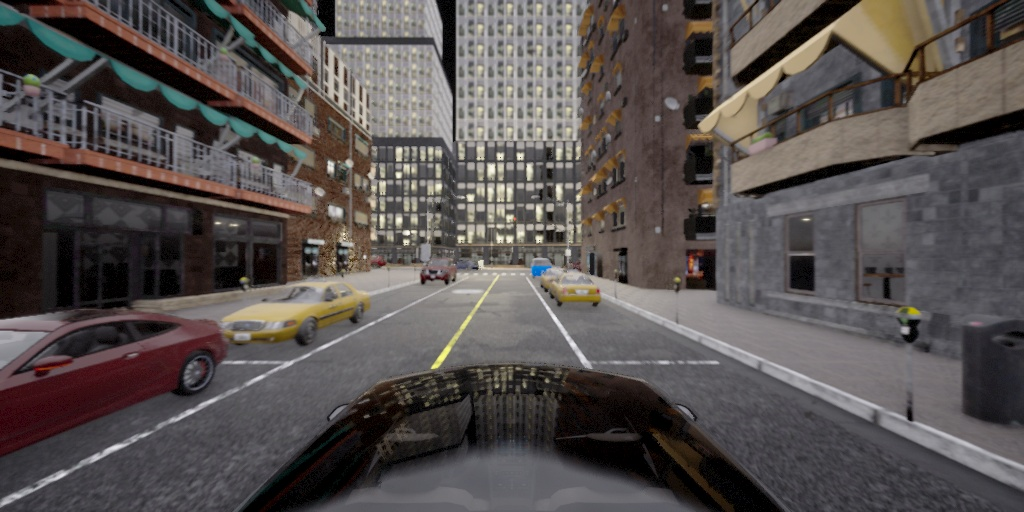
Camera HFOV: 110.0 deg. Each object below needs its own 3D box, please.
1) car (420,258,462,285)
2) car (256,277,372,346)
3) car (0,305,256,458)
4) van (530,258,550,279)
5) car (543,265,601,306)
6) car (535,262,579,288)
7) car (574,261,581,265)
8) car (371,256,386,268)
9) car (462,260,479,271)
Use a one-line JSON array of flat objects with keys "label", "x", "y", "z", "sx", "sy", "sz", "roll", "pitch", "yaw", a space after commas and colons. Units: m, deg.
[{"label": "car", "x": -5.321, "y": 1.069, "z": 26.574, "sx": 2.192, "sy": 1.841, "sz": 5.009, "roll": 0, "pitch": 0, "yaw": 0}, {"label": "car", "x": -5.317, "y": 1.275, "z": 9.483, "sx": 1.751, "sy": 1.417, "sz": 4.829, "roll": 0, "pitch": 0, "yaw": 0}, {"label": "car", "x": -5.316, "y": 1.332, "z": 4.012, "sx": 1.802, "sy": 1.307, "sz": 4.207, "roll": 0, "pitch": 0, "yaw": 0}, {"label": "van", "x": 2.559, "y": 1.098, "z": 32.215, "sx": 1.690, "sy": 1.789, "sz": 3.998, "roll": 0, "pitch": 0, "yaw": 0}, {"label": "car", "x": 2.562, "y": 1.277, "z": 15.465, "sx": 1.751, "sy": 1.417, "sz": 4.829, "roll": 0, "pitch": 0, "yaw": 0}, {"label": "car", "x": 2.561, "y": 1.278, "z": 21.105, "sx": 1.751, "sy": 1.417, "sz": 4.829, "roll": 0, "pitch": 0, "yaw": 0}, {"label": "car", "x": 9.443, "y": 1.416, "z": 46.694, "sx": 4.674, "sy": 1.442, "sz": 1.812, "roll": 1, "pitch": 0, "yaw": -3}, {"label": "car", "x": -20.894, "y": 0.863, "z": 52.172, "sx": 5.009, "sy": 1.841, "sz": 2.192, "roll": 0, "pitch": 0, "yaw": 0}, {"label": "car", "x": -6.574, "y": 1.264, "z": 48.212, "sx": 4.181, "sy": 1.385, "sz": 1.994, "roll": 1, "pitch": 0, "yaw": 26}]
